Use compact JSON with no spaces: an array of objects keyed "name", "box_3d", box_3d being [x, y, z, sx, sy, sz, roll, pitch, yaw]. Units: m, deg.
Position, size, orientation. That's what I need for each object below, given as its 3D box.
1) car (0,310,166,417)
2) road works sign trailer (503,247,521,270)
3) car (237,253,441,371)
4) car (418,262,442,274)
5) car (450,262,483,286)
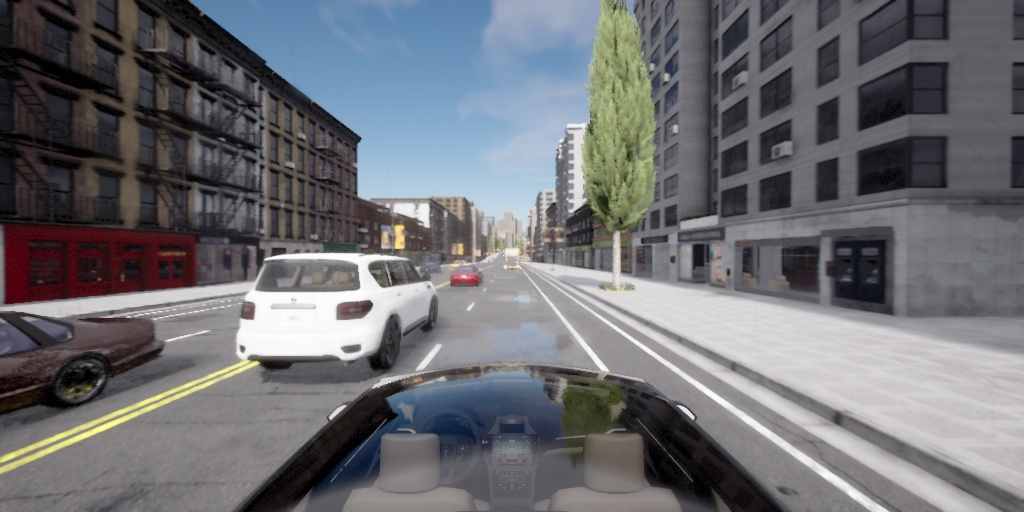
[{"name":"car","box_3d":[-6.599,1.298,3.434,2.033,1.411,5.357,0,0,0]},{"name":"road works sign trailer","box_3d":[0.031,0.428,57.612,2.380,3.560,2.880,0,0,3]},{"name":"car","box_3d":[-3.152,0.973,7.848,2.150,2.045,5.566,0,0,0]},{"name":"car","box_3d":[-9.826,1.424,43.353,1.994,1.385,4.181,0,0,0]},{"name":"car","box_3d":[-3.149,1.342,25.503,1.994,1.385,4.181,0,0,0]}]
